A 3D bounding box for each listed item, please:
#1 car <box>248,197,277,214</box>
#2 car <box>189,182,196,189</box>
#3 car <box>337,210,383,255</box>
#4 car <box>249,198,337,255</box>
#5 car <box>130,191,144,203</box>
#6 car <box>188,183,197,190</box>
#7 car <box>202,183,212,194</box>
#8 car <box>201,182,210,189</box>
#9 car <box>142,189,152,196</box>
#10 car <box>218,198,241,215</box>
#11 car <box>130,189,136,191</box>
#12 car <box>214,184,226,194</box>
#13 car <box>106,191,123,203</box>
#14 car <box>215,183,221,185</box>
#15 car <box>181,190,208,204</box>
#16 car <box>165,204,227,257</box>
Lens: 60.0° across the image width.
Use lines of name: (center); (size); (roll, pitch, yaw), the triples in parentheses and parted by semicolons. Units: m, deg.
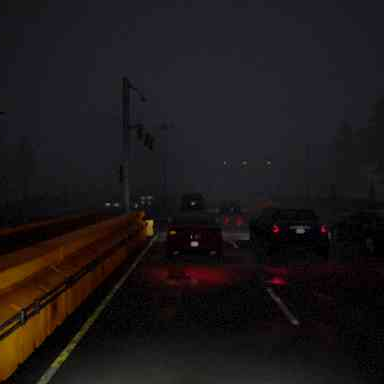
car: (7.113, 1.333, 33.993); (1.882, 1.535, 5.008); (0, 0, 0)
car: (0.191, -1.795, 91.254); (1.882, 1.535, 5.008); (0, 7, 0)
car: (7.090, 1.449, 12.909); (1.837, 1.490, 4.892); (0, 0, 0)
car: (3.589, 1.296, 13.105); (2.097, 1.767, 4.553); (0, 0, 0)
car: (-10.500, 1.146, 60.170); (1.882, 1.535, 5.008); (0, 2, 0)
car: (0.130, -0.532, 81.198); (2.097, 1.767, 4.553); (0, 7, 0)
car: (3.628, -0.624, 80.808); (2.150, 2.045, 5.566); (0, 7, 0)
car: (3.691, -1.748, 91.239); (2.128, 1.511, 4.902); (0, 7, 0)
car: (-10.399, 0.162, 76.492); (1.812, 1.442, 4.674); (0, 5, 0)
car: (3.610, 1.353, 32.405); (2.128, 1.511, 4.902); (0, 0, 0)
car: (-13.898, 0.121, 76.668); (1.837, 1.490, 4.892); (0, 5, 0)
car: (7.133, -0.383, 81.624); (1.994, 1.385, 4.181); (0, 7, 0)
car: (-13.997, 0.879, 60.543); (2.150, 2.045, 5.566); (0, 2, 1)
car: (7.191, -1.748, 91.217); (2.128, 1.511, 4.902); (0, 7, 0)
car: (0.111, 1.088, 31.474); (2.150, 2.045, 5.566); (0, 0, 0)
car: (0.054, 1.423, 12.663); (1.882, 1.535, 5.008); (0, 0, -1)
